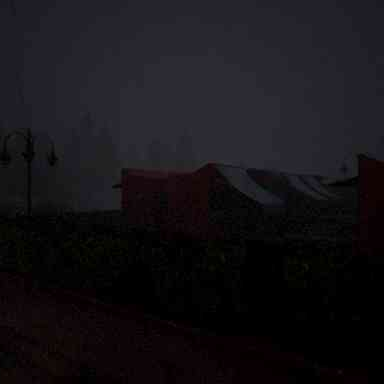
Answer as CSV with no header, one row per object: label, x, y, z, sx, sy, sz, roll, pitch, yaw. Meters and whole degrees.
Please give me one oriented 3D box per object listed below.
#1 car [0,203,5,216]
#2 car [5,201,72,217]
car,-16.515,1.615,28.141,1.994,1.385,4.181,0,0,36
car,-12.440,1.553,27.799,1.837,1.490,4.892,0,1,36
